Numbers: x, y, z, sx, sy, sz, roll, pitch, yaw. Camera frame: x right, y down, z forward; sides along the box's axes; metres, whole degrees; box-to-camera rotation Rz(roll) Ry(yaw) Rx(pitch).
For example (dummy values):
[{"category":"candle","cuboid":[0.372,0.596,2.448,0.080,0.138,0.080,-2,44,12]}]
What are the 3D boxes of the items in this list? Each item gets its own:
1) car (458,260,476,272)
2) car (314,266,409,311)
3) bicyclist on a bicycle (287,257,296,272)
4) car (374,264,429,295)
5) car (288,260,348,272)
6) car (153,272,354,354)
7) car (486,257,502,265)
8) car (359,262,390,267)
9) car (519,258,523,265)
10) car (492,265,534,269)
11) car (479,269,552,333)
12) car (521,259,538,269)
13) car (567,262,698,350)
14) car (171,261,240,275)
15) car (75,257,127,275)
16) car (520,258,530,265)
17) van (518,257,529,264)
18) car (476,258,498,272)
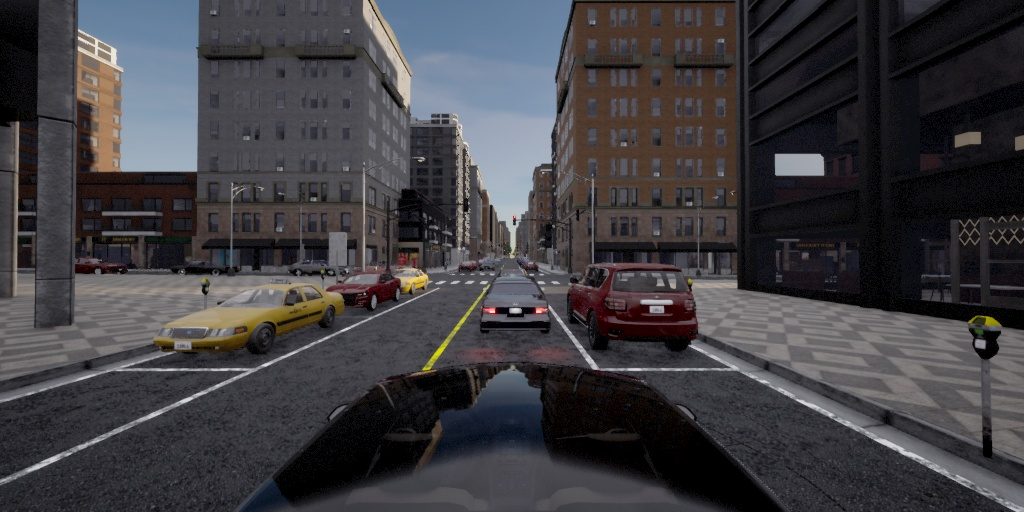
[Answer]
[{"category":"car","cuboid":[-5.985,1.306,47.239,1.888,1.381,4.507,0,0,0]},{"category":"car","cuboid":[-5.893,1.298,14.595,1.888,1.381,4.507,0,0,0]},{"category":"bicyclist on a bicycle","cuboid":[-23.113,0.909,37.632,0.582,1.620,1.656,0,0,0]},{"category":"car","cuboid":[-5.908,1.279,20.050,1.751,1.417,4.829,0,0,0]},{"category":"car","cuboid":[-16.843,1.092,31.371,4.902,1.511,2.128,1,-1,0]},{"category":"car","cuboid":[-5.876,1.277,8.801,1.751,1.417,4.829,0,0,0]},{"category":"car","cuboid":[-3.241,1.329,61.371,1.994,1.385,4.181,0,0,0]},{"category":"car","cuboid":[-13.038,1.232,34.580,4.181,1.385,1.994,1,0,-2]},{"category":"car","cuboid":[2.510,1.346,58.601,1.802,1.307,4.207,0,0,0]},{"category":"car","cuboid":[0.018,1.355,20.444,1.895,1.301,4.718,0,0,0]},{"category":"car","cuboid":[0.067,1.300,10.717,2.033,1.411,5.357,0,0,0]},{"category":"car","cuboid":[2.542,1.343,47.254,1.802,1.307,4.207,0,0,0]},{"category":"car","cuboid":[2.649,1.066,8.986,2.192,1.841,5.009,0,0,0]},{"category":"car","cuboid":[-26.740,1.112,31.403,4.718,1.301,1.895,1,-1,0]},{"category":"car","cuboid":[-36.835,0.897,31.446,5.008,1.535,1.882,1,-1,0]},{"category":"car","cuboid":[2.526,1.344,52.927,1.802,1.307,4.207,0,0,0]},{"category":"van","cuboid":[2.494,1.108,64.274,1.690,1.789,3.998,0,0,0]},{"category":"car","cuboid":[-3.225,1.325,47.460,1.994,1.385,4.181,0,0,0]}]
